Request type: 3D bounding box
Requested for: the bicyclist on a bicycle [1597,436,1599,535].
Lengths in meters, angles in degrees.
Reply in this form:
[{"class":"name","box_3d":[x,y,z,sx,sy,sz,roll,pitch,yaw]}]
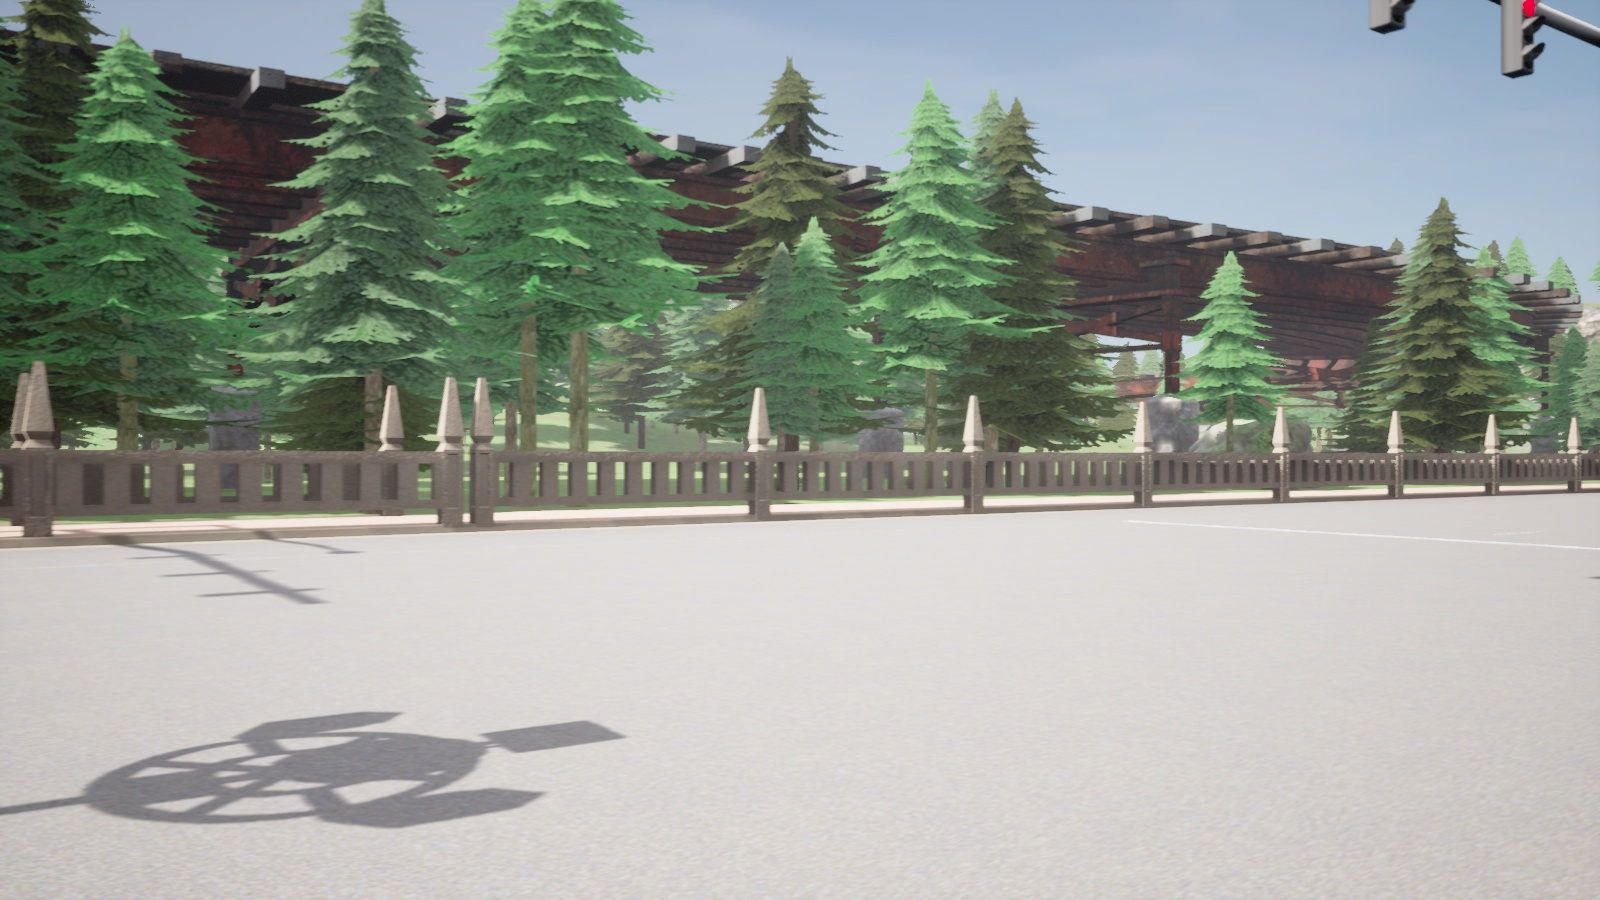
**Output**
[{"class":"bicyclist on a bicycle","box_3d":[15.276,0.639,22.822,1.843,1.776,0.659,0,0,-35]}]
